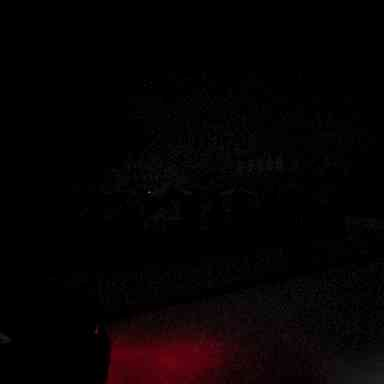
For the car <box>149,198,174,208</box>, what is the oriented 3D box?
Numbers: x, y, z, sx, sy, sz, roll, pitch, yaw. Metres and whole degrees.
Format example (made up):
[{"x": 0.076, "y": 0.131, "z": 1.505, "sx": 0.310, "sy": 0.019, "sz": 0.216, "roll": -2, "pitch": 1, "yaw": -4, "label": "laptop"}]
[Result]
[{"x": -3.996, "y": 1.463, "z": 44.160, "sx": 1.837, "sy": 1.490, "sz": 4.892, "roll": 0, "pitch": 0, "yaw": -35, "label": "car"}]

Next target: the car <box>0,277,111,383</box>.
[{"x": -3.068, "y": 1.508, "z": 2.407, "sx": 4.892, "sy": 1.490, "sz": 1.837, "roll": 0, "pitch": 0, "yaw": -35, "label": "car"}]
